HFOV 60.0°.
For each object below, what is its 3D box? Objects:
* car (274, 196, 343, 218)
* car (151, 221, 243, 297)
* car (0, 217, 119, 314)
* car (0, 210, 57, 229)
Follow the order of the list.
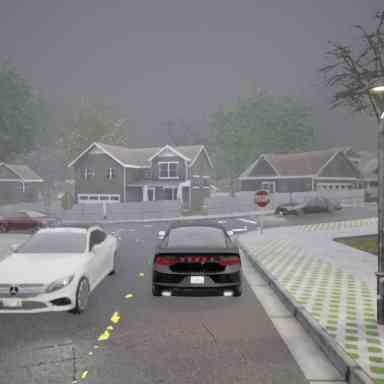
[{"bbox_3d":[8.946,1.060,25.360,5.357,1.411,2.033,-3,2,-23],"label":"car"},{"bbox_3d":[0.109,1.475,8.629,1.882,1.535,5.008,0,0,0],"label":"car"},{"bbox_3d":[-2.925,1.523,7.701,1.812,1.442,4.674,0,0,-1],"label":"car"},{"bbox_3d":[-10.623,1.914,21.759,4.674,1.442,1.812,-2,0,21],"label":"car"}]
